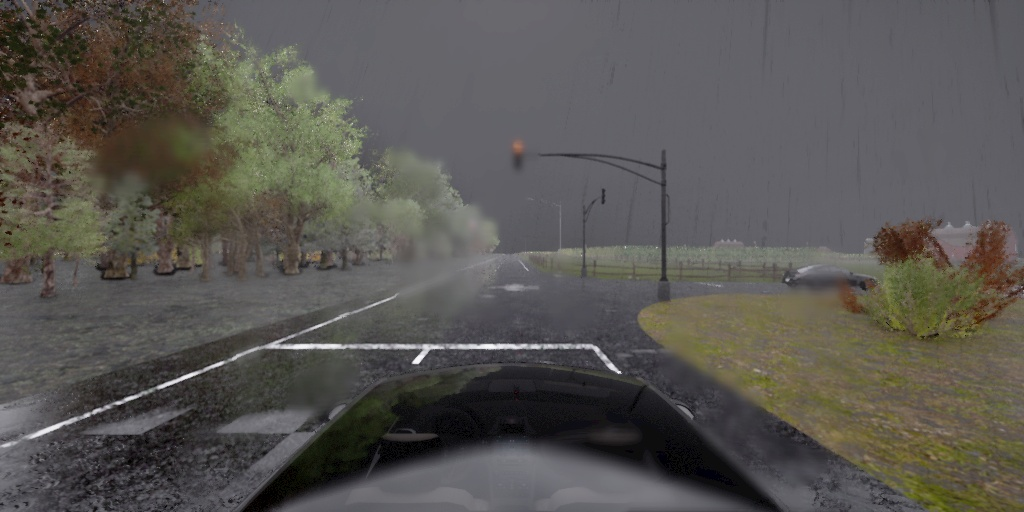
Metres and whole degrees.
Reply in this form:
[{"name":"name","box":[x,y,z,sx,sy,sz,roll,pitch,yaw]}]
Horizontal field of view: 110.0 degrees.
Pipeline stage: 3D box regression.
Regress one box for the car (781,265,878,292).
[{"name":"car","box":[18.310,1.251,20.810,4.674,1.442,1.812,1,0,0]}]
